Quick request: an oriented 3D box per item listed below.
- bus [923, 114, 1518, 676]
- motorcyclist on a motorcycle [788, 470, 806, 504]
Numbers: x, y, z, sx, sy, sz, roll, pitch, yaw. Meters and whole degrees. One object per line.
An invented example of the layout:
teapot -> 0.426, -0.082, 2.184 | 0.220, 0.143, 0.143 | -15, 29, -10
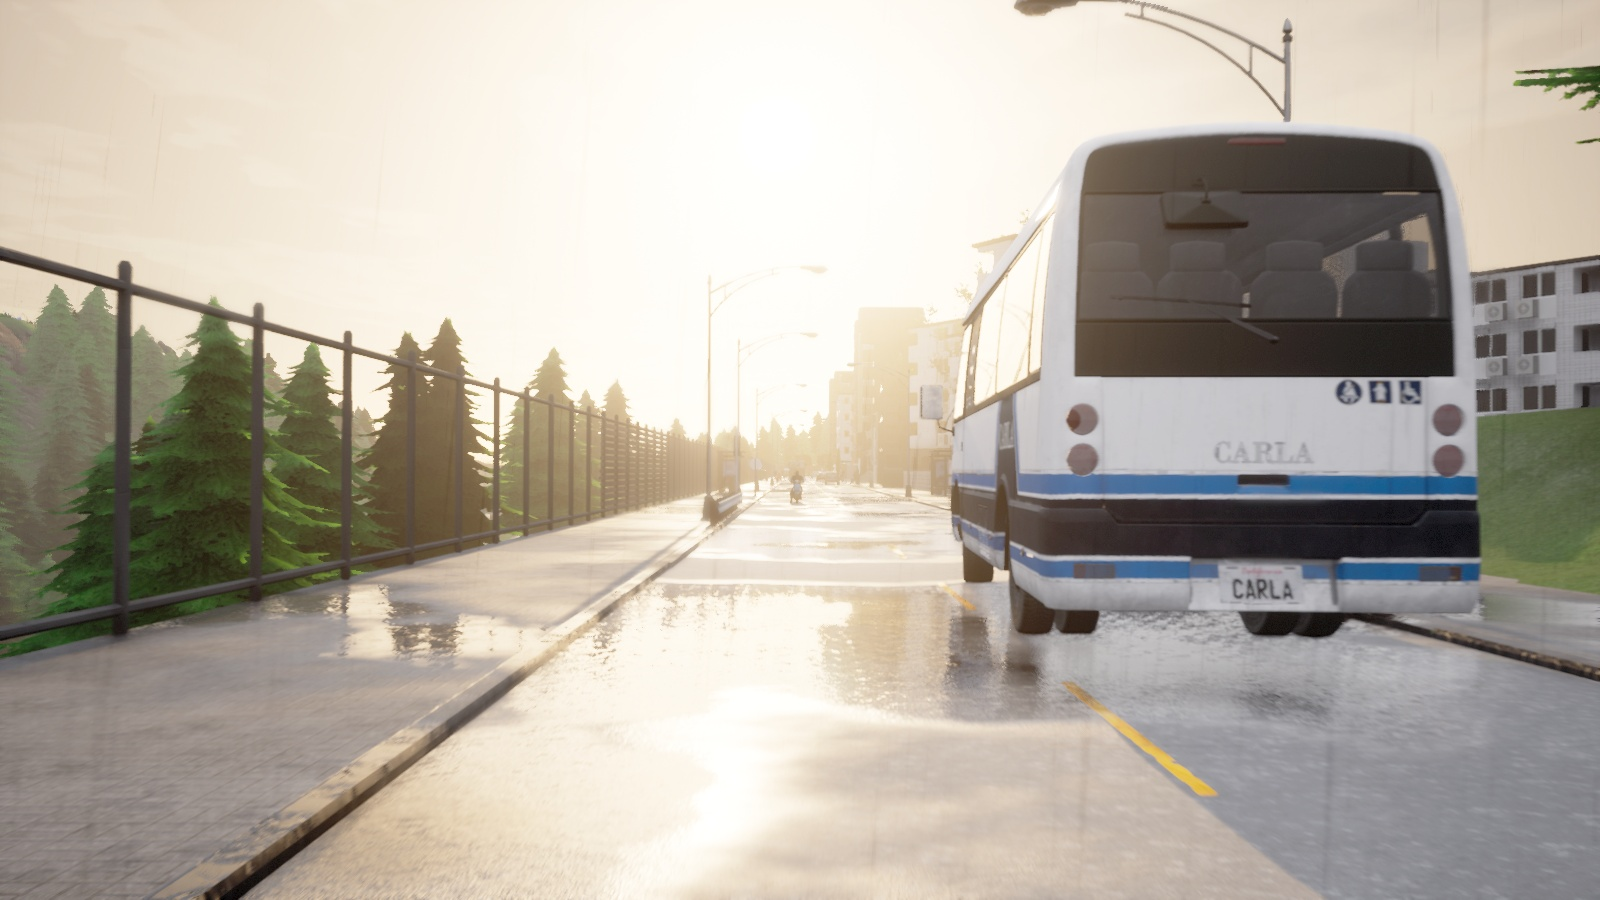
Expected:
bus -> 3.686, -0.330, 14.734 | 3.944, 4.253, 10.273 | 0, -1, 3
motorcyclist on a motorcycle -> -0.129, 1.794, 61.279 | 0.866, 1.590, 1.817 | 0, -1, 0
